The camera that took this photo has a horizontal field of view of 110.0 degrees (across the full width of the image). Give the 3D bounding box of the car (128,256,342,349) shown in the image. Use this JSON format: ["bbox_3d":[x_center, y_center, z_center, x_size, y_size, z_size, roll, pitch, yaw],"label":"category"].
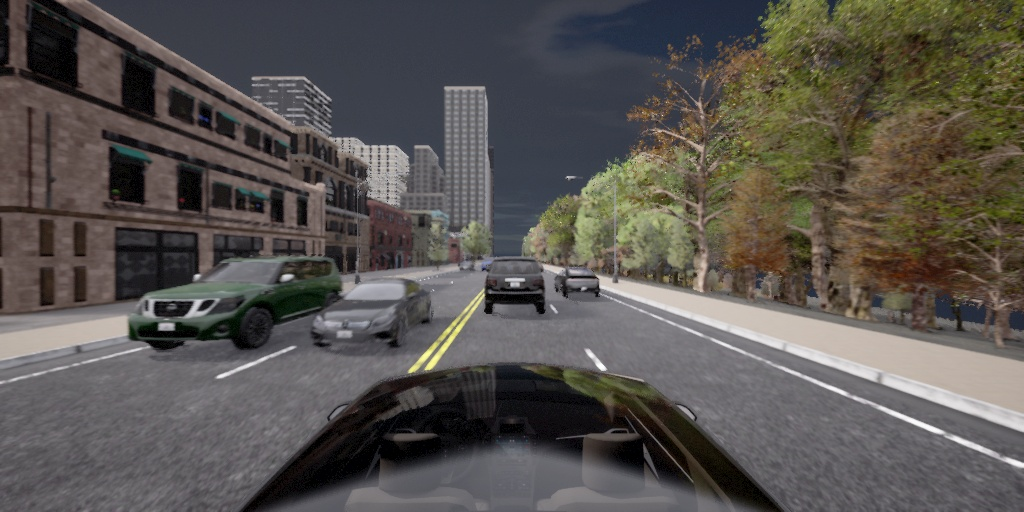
[{"bbox_3d":[-6.599,1.014,9.613,2.150,2.045,5.566,0,0,0],"label":"car"}]

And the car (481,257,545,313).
[{"bbox_3d":[0.099,1.042,14.544,2.150,2.045,5.566,0,0,0],"label":"car"}]

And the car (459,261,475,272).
[{"bbox_3d":[-6.550,1.510,52.839,2.128,1.511,4.902,0,0,0],"label":"car"}]

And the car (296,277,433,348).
[{"bbox_3d":[-3.348,1.317,9.500,1.812,1.442,4.674,0,0,0],"label":"car"}]

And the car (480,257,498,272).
[{"bbox_3d":[-3.298,1.238,52.625,2.150,2.045,5.566,0,0,0],"label":"car"}]

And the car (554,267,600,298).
[{"bbox_3d":[3.353,1.335,19.139,2.128,1.511,4.902,0,0,0],"label":"car"}]
